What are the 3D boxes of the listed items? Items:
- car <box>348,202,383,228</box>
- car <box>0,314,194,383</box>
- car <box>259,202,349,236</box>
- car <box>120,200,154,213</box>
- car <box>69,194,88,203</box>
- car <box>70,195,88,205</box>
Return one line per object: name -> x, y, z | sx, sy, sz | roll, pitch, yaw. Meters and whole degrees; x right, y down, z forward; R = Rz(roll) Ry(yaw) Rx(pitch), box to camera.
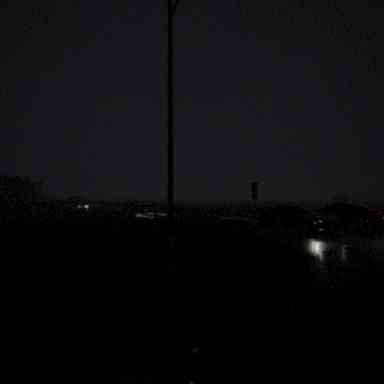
car -> 9.457, 1.388, 21.338 | 5.008, 1.535, 1.882 | 0, 2, 39
car -> -1.916, 1.565, 1.761 | 4.181, 1.385, 1.994 | 0, 0, -36
car -> 5.843, 1.438, 18.595 | 1.882, 1.535, 5.008 | 0, 0, -26
car -> -6.019, 1.494, 36.165 | 1.895, 1.301, 4.718 | -1, 1, -35
car -> -22.522, 1.282, 65.757 | 2.128, 1.511, 4.902 | -1, 1, -35
car -> -18.369, 1.332, 53.702 | 1.882, 1.535, 5.008 | -1, 0, -35
